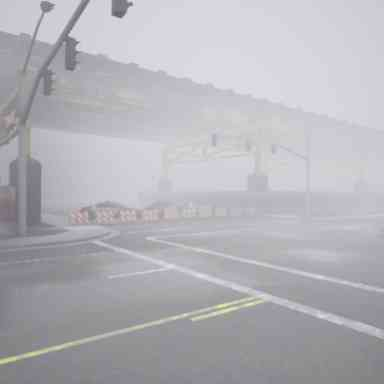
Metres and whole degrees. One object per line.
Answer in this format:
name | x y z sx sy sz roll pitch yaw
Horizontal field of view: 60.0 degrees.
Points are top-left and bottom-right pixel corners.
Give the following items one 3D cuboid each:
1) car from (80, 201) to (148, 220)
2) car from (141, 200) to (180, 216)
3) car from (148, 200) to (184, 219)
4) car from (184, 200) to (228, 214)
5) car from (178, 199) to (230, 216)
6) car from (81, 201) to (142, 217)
car | -6.505 1.507 27.398 4.974 1.542 2.038 0 0 8
car | -2.744 1.373 30.132 1.853 1.218 4.536 0 0 18
car | -2.760 1.530 30.082 2.038 1.542 4.974 0 0 18
car | 1.100 1.401 33.836 4.536 1.218 1.853 0 0 -7
car | 1.150 1.558 33.842 4.974 1.542 2.038 0 0 -7
car | -6.556 1.349 27.405 4.536 1.218 1.853 0 0 8
